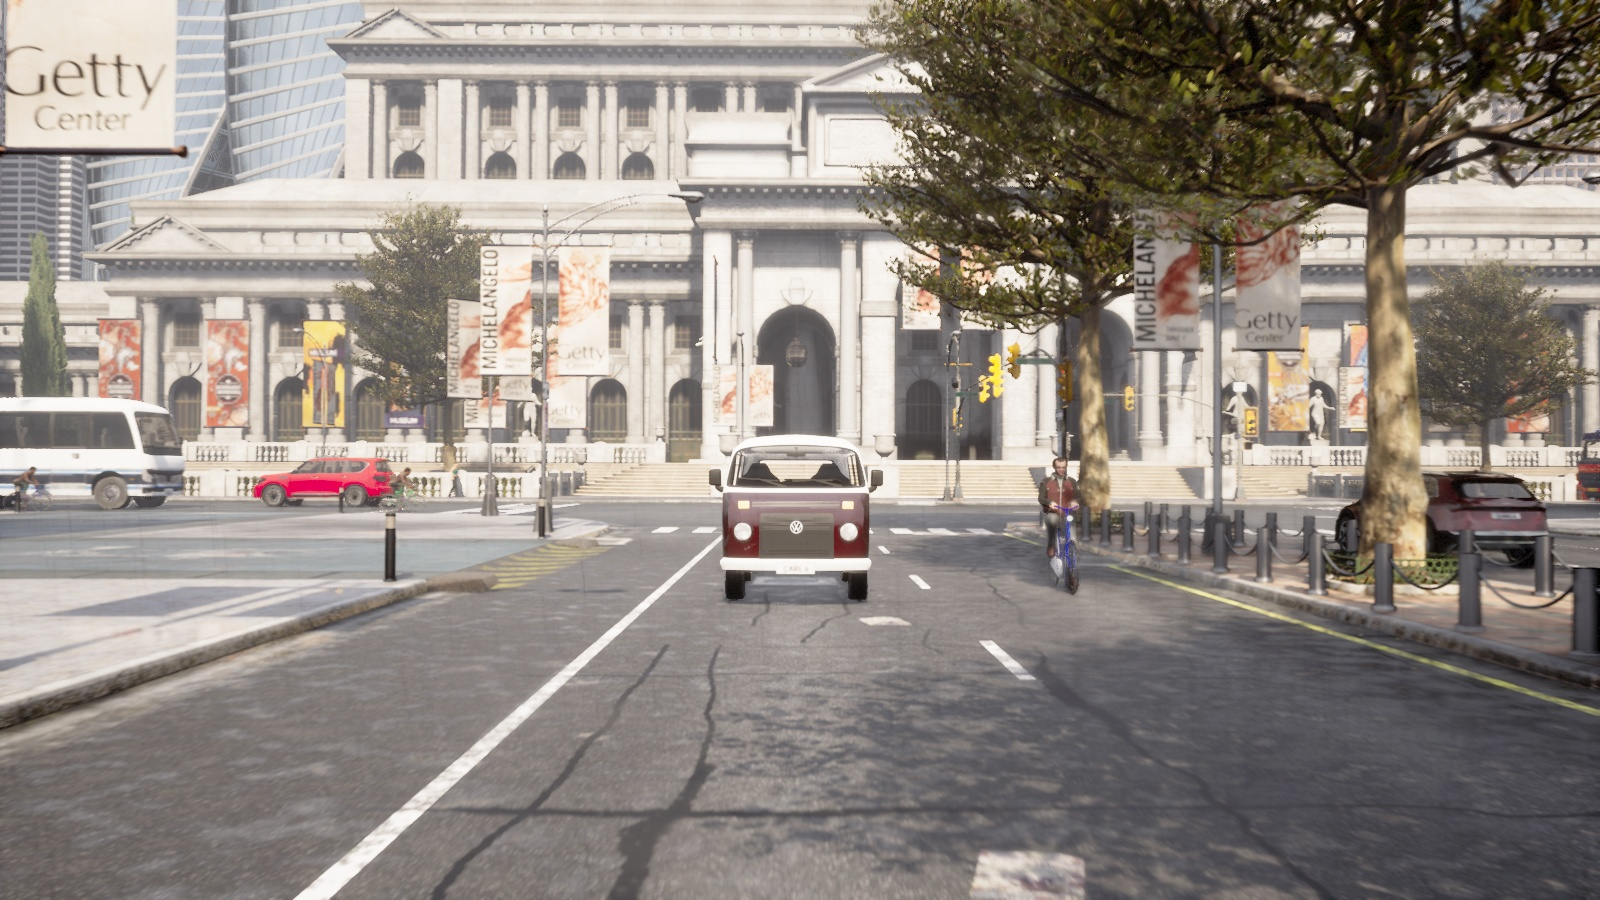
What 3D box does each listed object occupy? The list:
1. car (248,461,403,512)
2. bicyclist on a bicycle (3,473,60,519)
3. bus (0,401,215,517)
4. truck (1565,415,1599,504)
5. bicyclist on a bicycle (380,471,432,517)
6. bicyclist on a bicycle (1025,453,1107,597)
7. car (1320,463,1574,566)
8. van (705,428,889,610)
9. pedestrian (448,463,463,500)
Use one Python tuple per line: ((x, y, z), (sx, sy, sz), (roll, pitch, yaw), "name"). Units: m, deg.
((-19.517, 1.480, 51.811), (5.566, 2.045, 2.150), (0, -1, 0), "car")
((-27.406, 1.626, 44.798), (1.656, 1.620, 0.582), (0, -1, 0), "bicyclist on a bicycle")
((-28.568, 0.360, 48.315), (10.273, 4.253, 3.944), (0, -1, 0), "bus")
((38.801, 0.418, 55.247), (8.468, 3.827, 2.891), (0, -1, 0), "truck")
((-14.054, 1.572, 44.797), (1.656, 1.620, 0.582), (0, -1, 0), "bicyclist on a bicycle")
((3.456, 0.946, 16.451), (0.659, 1.776, 1.843), (0, -1, 0), "bicyclist on a bicycle")
((11.391, 1.076, 22.581), (2.033, 1.649, 4.856), (0, -1, 0), "car")
((-0.045, 0.812, 16.403), (2.069, 2.038, 4.480), (0, -1, 0), "van")
((-17.204, 1.588, 62.725), (0.594, 1.836, 0.345), (0, -1, 11), "pedestrian")
